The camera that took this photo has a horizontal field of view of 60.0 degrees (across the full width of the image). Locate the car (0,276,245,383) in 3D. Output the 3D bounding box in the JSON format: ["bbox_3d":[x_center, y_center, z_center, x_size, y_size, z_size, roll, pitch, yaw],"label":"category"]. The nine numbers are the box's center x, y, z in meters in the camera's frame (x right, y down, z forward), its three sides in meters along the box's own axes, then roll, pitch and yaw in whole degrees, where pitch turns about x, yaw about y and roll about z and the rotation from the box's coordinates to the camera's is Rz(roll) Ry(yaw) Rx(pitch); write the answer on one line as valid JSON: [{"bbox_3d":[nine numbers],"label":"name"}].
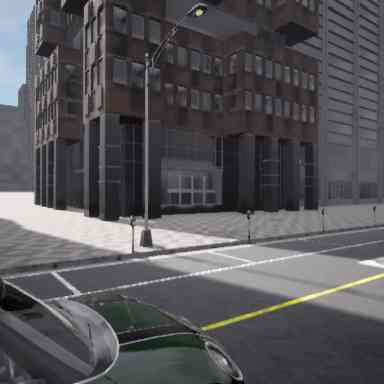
[{"bbox_3d":[-1.729,1.347,2.200,4.553,1.767,2.097,0,0,-35],"label":"car"}]
